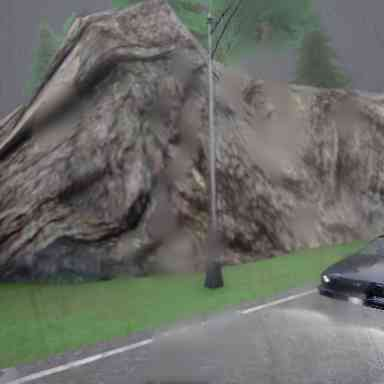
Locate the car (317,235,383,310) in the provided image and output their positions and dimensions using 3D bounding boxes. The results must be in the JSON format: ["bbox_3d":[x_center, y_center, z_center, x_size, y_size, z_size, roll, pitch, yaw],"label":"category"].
[{"bbox_3d":[5.286,1.734,8.029,5.357,1.411,2.033,0,-2,-37],"label":"car"}]
